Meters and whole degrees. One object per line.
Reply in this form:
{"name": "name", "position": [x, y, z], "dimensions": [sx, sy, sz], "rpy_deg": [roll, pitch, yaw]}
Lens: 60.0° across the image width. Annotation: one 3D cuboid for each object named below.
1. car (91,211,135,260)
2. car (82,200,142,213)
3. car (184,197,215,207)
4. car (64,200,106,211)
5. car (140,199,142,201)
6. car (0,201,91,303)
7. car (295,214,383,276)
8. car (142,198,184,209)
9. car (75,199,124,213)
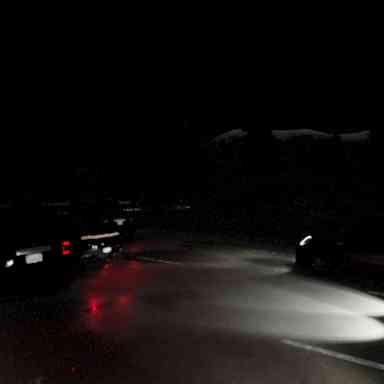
{"name": "car", "position": [-4.540, 1.543, 11.443], "dimensions": [4.902, 1.511, 2.128], "rpy_deg": [0, 0, 35]}
{"name": "car", "position": [-4.931, 1.411, 16.000], "dimensions": [4.553, 1.767, 2.097], "rpy_deg": [0, 0, 35]}
{"name": "car", "position": [0.765, 1.550, 54.641], "dimensions": [5.008, 1.535, 1.882], "rpy_deg": [0, 0, -35]}
{"name": "car", "position": [-13.441, 1.679, 42.118], "dimensions": [1.895, 1.301, 4.718], "rpy_deg": [0, 0, 43]}
{"name": "car", "position": [-6.727, 1.553, 48.692], "dimensions": [5.008, 1.535, 1.882], "rpy_deg": [0, 0, -41]}
{"name": "car", "position": [-4.975, 1.267, 7.455], "dimensions": [5.566, 2.045, 2.150], "rpy_deg": [0, 0, 36]}
{"name": "car", "position": [5.176, 1.355, 8.882], "dimensions": [4.553, 1.767, 2.097], "rpy_deg": [0, 0, 35]}
{"name": "car", "position": [-3.997, 1.564, 46.461], "dimensions": [4.902, 1.511, 2.128], "rpy_deg": [0, 0, -41]}
{"name": "car", "position": [-10.941, 1.622, 39.752], "dimensions": [2.033, 1.411, 5.357], "rpy_deg": [0, 0, 40]}
